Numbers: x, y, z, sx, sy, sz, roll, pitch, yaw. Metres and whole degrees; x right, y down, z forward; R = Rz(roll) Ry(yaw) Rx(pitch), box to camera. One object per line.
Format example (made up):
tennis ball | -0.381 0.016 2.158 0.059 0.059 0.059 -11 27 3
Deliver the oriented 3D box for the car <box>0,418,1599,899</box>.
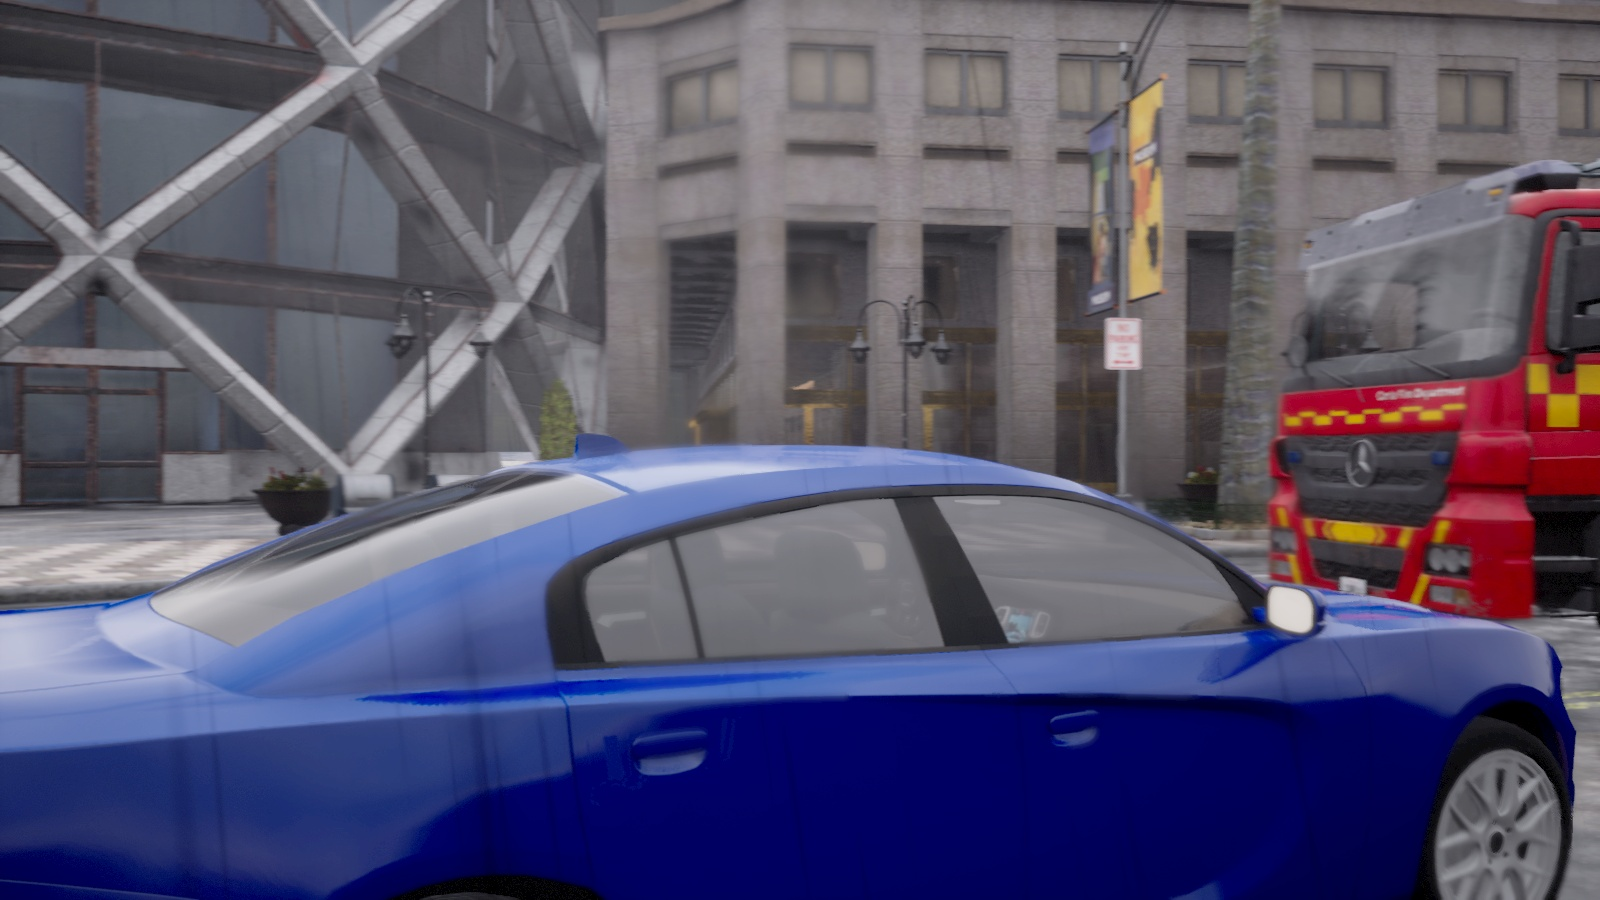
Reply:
car | 0.197 0.726 3.619 5.008 1.535 1.882 0 0 -31

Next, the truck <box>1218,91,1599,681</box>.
truck | 8.081 -0.418 10.299 8.468 3.827 2.891 0 0 -10
